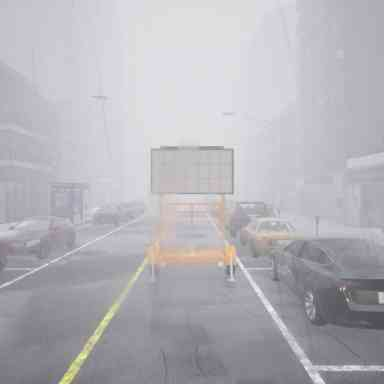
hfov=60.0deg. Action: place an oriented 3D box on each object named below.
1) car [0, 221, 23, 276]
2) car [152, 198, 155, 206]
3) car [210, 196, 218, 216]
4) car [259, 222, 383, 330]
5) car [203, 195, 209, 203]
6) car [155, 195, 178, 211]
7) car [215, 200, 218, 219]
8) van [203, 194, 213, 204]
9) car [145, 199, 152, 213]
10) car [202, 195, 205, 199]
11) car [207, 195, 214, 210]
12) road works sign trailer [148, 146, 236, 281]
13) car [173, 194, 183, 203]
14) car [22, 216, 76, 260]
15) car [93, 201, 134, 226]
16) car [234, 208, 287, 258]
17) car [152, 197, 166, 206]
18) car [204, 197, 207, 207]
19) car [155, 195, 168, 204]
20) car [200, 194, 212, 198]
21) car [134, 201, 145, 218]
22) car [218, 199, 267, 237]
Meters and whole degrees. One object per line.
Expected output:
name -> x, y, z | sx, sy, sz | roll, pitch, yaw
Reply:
car -> -5.664, 1.544, 6.872 | 1.887, 1.381, 4.507 | 0, 0, 0
car -> -5.627, 1.575, 51.072 | 1.802, 1.307, 4.206 | 0, 0, 0
car -> 2.880, 1.436, 28.979 | 1.967, 1.590, 4.097 | 0, 0, 0
car -> 2.862, 1.565, 6.884 | 1.947, 1.339, 4.313 | 0, 0, 0
car -> 2.894, 1.544, 45.549 | 2.008, 1.369, 4.403 | 0, 0, 0
car -> -3.068, 1.472, 41.151 | 1.882, 1.535, 5.008 | 0, 0, 0
car -> 2.876, 1.523, 23.625 | 1.752, 1.417, 4.829 | 0, 0, 0
van -> 2.908, 1.332, 62.120 | 1.690, 1.788, 3.998 | 0, 0, 0
car -> -5.641, 1.561, 34.497 | 1.947, 1.339, 4.313 | 0, 0, 0
car -> 2.898, 1.559, 51.073 | 1.947, 1.339, 4.313 | 0, 0, 0
car -> 2.885, 1.435, 34.502 | 1.967, 1.590, 4.097 | 0, 0, 0
road works sign trailer -> 0.006, 0.464, 9.790 | 2.380, 3.560, 2.880 | 0, 0, 0
car -> -2.944, 1.468, 70.663 | 1.882, 1.535, 5.008 | 0, 0, 0
car -> -5.660, 1.581, 12.396 | 1.802, 1.307, 4.206 | 0, 0, 0
car -> -5.650, 1.542, 23.447 | 1.887, 1.381, 4.507 | 0, 0, 0
car -> 2.867, 1.524, 12.578 | 1.752, 1.417, 4.829 | 0, 0, 0
car -> -5.623, 1.558, 56.597 | 1.947, 1.339, 4.313 | 0, 0, 0
car -> 2.889, 1.545, 40.026 | 2.008, 1.369, 4.403 | 0, 0, 0
car -> -5.618, 1.431, 62.122 | 1.967, 1.590, 4.097 | 0, 0, 0
car -> 2.903, 1.307, 56.597 | 2.192, 1.841, 5.009 | 0, 0, 0
car -> -5.646, 1.562, 28.971 | 1.947, 1.339, 4.313 | 0, 0, 0
car -> 2.871, 1.313, 17.931 | 2.192, 1.841, 5.009 | 0, 0, 0
